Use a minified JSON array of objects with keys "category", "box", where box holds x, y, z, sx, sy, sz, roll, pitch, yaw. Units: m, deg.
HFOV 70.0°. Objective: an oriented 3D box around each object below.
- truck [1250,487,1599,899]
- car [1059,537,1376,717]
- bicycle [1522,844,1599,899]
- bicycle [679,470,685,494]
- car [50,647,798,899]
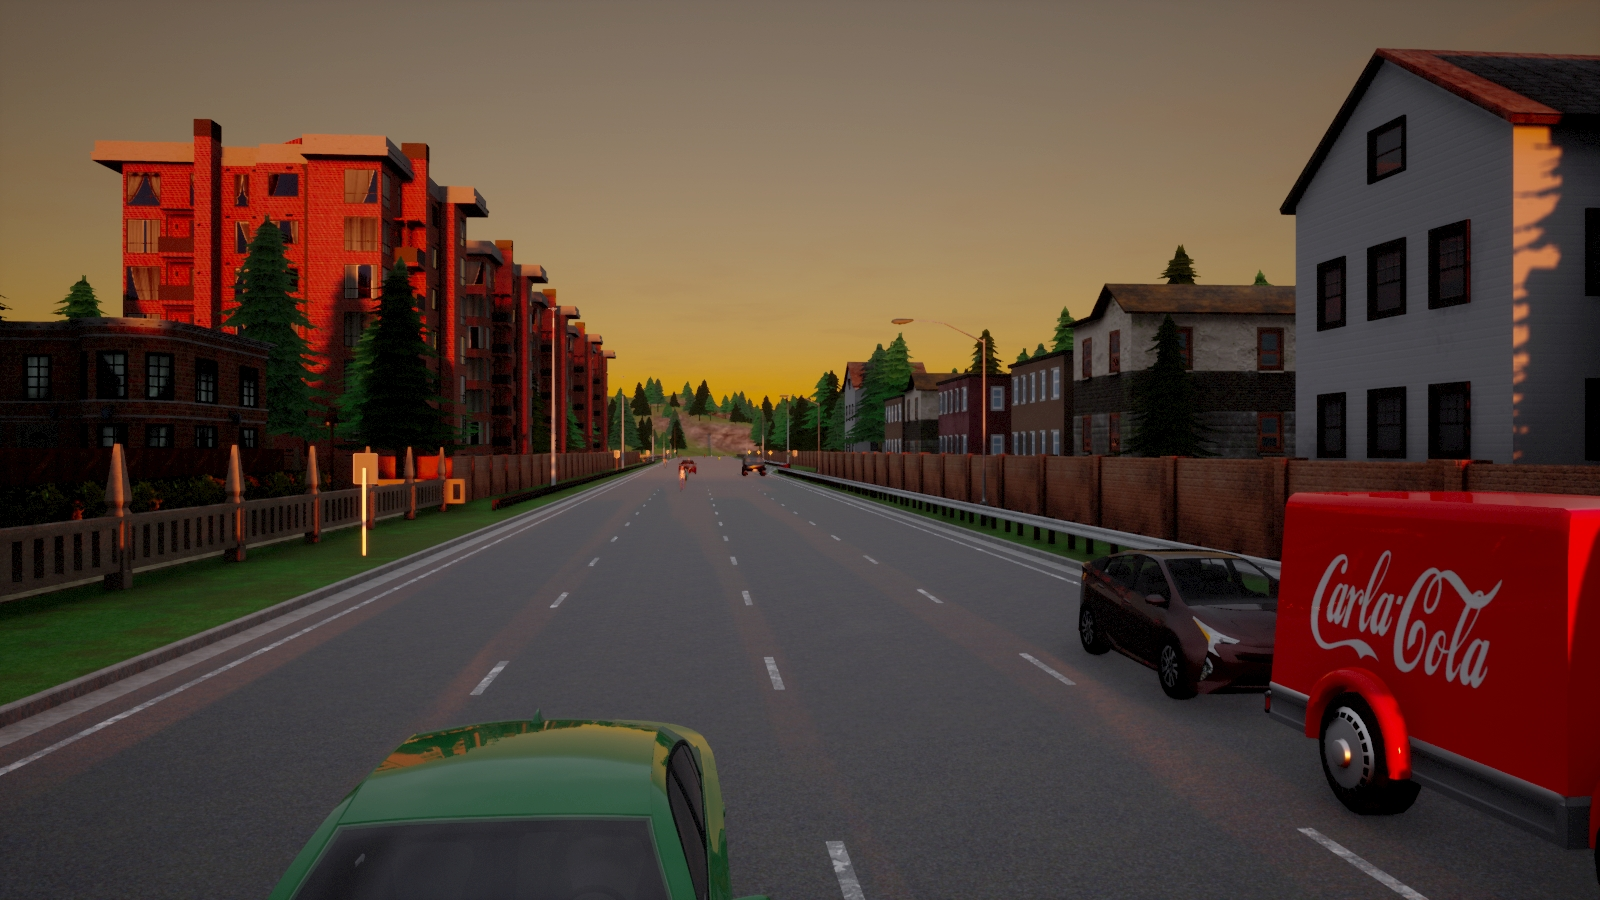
[{"category":"truck","box":[5.566,1.568,7.740,2.627,2.467,5.204,0,0,-5]},{"category":"car","box":[4.945,2.040,14.354,2.007,1.525,4.514,0,0,-5]},{"category":"bicycle","box":[2.623,2.056,2.959,0.373,1.496,1.643,0,0,-4]},{"category":"bicycle","box":[-7.570,2.056,73.506,0.373,1.496,1.643,0,0,-5]},{"category":"car","box":[-1.202,2.034,4.748,2.097,1.535,5.006,0,0,-5]}]
